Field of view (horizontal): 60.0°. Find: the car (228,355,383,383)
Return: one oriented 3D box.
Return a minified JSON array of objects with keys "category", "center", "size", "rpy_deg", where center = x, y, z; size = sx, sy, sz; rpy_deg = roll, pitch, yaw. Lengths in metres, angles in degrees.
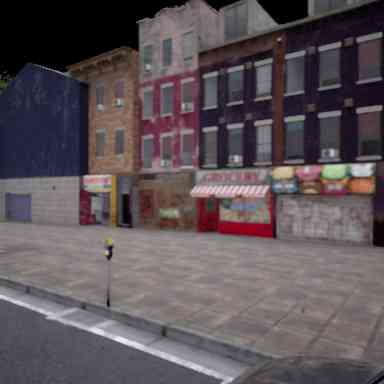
[{"category":"car","center":[1.976,1.545,1.391],"size":[4.403,1.369,2.008],"rpy_deg":[0,0,35]}]
